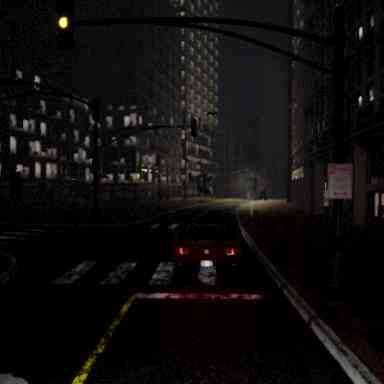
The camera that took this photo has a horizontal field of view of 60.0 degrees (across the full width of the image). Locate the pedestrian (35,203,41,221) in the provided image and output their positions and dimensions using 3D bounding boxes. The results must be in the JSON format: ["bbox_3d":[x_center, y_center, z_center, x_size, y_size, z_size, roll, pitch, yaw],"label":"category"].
[{"bbox_3d":[-9.329,1.201,20.215,0.500,1.100,0.500,0,0,17],"label":"pedestrian"}]

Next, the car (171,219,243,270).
[{"bbox_3d":[0.492,1.526,10.736,1.895,1.301,4.718,0,0,3],"label":"car"}]
